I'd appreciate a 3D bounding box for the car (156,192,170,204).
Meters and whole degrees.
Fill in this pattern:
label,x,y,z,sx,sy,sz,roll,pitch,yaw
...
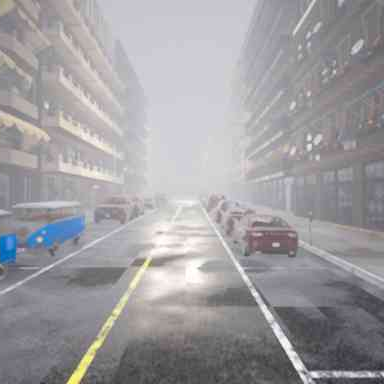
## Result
label,x,y,z,sx,sy,sz,roll,pitch,yaw
car,-5.391,1.015,56.673,2.192,1.841,5.009,1,0,0

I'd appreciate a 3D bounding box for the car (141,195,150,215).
label,x,y,z,sx,sy,sz,roll,pitch,yaw
car,-5.342,1.140,29.021,2.192,1.841,5.009,1,0,0

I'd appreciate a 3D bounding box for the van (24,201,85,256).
label,x,y,z,sx,sy,sz,roll,pitch,yaw
van,-5.314,1.260,12.431,1.690,1.788,3.998,1,0,0

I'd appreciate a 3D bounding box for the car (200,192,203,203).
label,x,y,z,sx,sy,sz,roll,pitch,yaw
car,2.472,1.184,45.570,1.967,1.590,4.097,1,0,0

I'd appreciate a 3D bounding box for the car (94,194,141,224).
label,x,y,z,sx,sy,sz,roll,pitch,yaw
car,-5.332,1.170,23.491,2.192,1.841,5.009,1,0,0

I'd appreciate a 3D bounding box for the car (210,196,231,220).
label,x,y,z,sx,sy,sz,roll,pitch,yaw
car,2.553,1.295,23.445,1.967,1.590,4.097,1,0,0

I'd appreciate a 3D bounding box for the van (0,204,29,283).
label,x,y,z,sx,sy,sz,roll,pitch,yaw
van,-5.303,1.294,6.899,1.690,1.788,3.998,2,0,0

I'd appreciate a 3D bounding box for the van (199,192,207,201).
label,x,y,z,sx,sy,sz,roll,pitch,yaw
van,2.425,0.989,73.227,1.690,1.788,3.998,1,0,0

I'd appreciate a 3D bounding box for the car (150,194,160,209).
label,x,y,z,sx,sy,sz,roll,pitch,yaw
car,-5.367,1.335,40.085,1.947,1.339,4.313,1,0,0

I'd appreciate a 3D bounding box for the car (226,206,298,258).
label,x,y,z,sx,sy,sz,roll,pitch,yaw
car,2.562,1.464,12.384,1.887,1.381,4.507,1,0,0

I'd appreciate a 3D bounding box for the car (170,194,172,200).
label,x,y,z,sx,sy,sz,roll,pitch,yaw
car,-5.406,1.225,62.206,1.887,1.381,4.507,1,0,0

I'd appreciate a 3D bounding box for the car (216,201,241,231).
label,x,y,z,sx,sy,sz,roll,pitch,yaw
car,2.553,1.431,17.914,1.887,1.381,4.507,1,0,0

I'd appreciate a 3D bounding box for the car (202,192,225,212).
label,x,y,z,sx,sy,sz,roll,pitch,yaw
car,2.495,1.111,34.506,2.192,1.841,5.009,1,0,0
